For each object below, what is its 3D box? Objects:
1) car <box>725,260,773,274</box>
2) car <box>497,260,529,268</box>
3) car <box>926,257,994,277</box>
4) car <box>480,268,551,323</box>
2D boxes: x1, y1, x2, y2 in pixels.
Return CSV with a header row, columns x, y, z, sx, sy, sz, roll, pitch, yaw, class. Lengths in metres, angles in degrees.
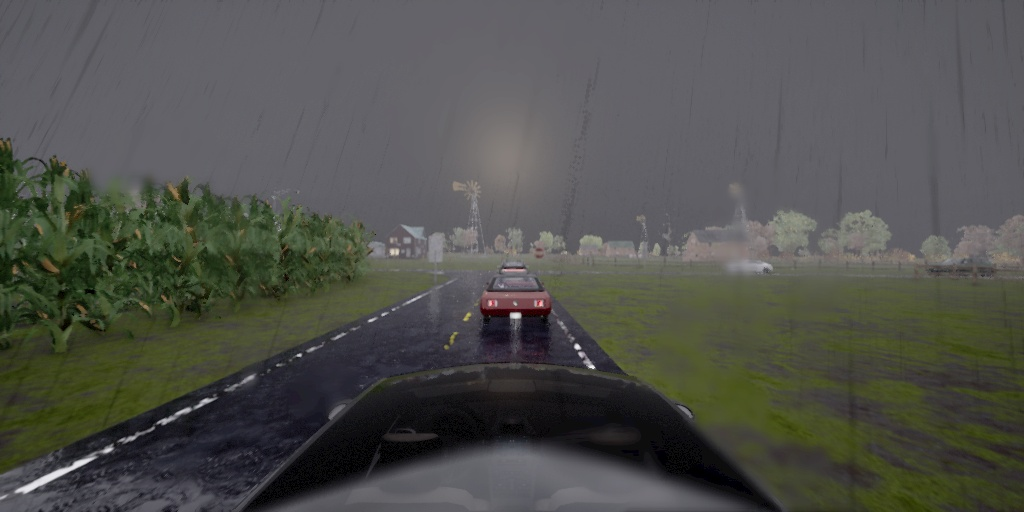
x,y,z,sx,sy,sz,roll,pitch,yaw,class
25.573,1.185,38.792,4.674,1.442,1.812,1,0,0,car
0.071,0.985,22.889,2.128,1.511,4.902,0,1,-1,car
48.507,1.160,38.809,5.566,2.045,2.150,1,0,0,car
0.100,1.232,11.532,1.895,1.301,4.718,0,1,0,car
